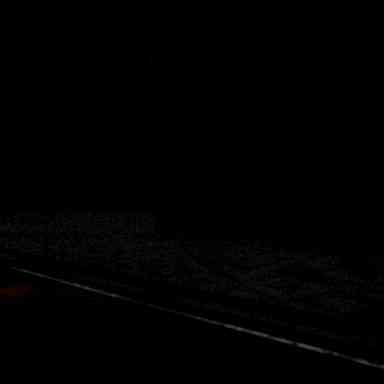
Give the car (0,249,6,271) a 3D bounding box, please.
[{"bbox_3d":[-7.281,1.625,9.452,5.357,1.411,2.033,0,0,38],"label":"car"}]
